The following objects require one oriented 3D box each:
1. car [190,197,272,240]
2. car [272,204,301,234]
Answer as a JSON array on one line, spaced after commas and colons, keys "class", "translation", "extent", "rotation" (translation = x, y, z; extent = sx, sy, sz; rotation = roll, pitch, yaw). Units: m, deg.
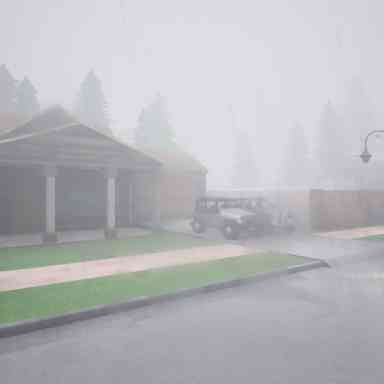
[{"class": "car", "translation": [1.575, 1.176, 15.957], "extent": [1.905, 1.878, 3.866], "rotation": [0, 0, -36]}, {"class": "car", "translation": [3.394, 1.174, 17.735], "extent": [1.932, 1.855, 4.605], "rotation": [0, 0, -36]}]
